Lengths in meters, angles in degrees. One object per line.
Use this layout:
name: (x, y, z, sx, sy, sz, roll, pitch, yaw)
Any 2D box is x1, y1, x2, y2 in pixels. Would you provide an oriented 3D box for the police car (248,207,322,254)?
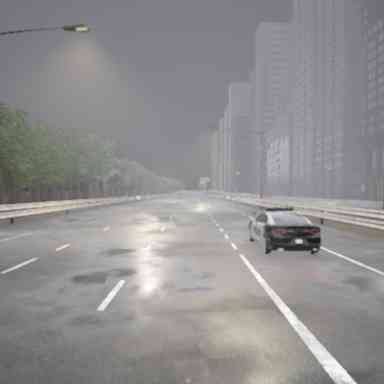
police car: (3.524, 1.431, 13.593, 1.930, 1.638, 5.238, 0, 0, 0)
